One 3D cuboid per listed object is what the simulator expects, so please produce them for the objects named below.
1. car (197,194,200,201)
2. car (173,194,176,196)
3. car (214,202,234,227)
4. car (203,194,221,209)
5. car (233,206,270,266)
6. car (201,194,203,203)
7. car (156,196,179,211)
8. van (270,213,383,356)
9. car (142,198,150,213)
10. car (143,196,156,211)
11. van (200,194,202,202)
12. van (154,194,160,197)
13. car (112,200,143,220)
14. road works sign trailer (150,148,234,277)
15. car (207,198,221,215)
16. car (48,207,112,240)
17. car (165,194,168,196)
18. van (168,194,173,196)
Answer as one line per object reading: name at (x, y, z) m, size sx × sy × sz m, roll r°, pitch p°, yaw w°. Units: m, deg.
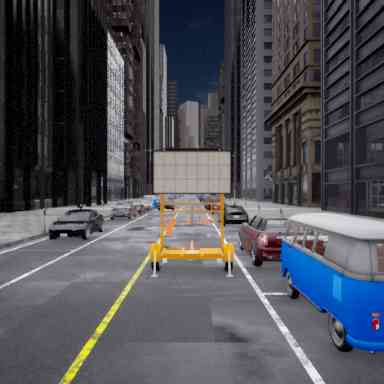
car at (2.791, 1.357, 73.197) m, size 2.192 × 1.841 × 5.009 m, roll 0°, pitch 0°, yaw 0°
car at (-5.732, 1.362, 78.799) m, size 2.192 × 1.841 × 5.009 m, roll 0°, pitch 0°, yaw 0°
car at (2.772, 1.570, 22.714) m, size 1.947 × 1.339 × 4.313 m, roll 0°, pitch 0°, yaw 0°
car at (2.778, 1.329, 39.542) m, size 2.192 × 1.841 × 5.009 m, roll 0°, pitch 0°, yaw 0°
car at (2.768, 1.441, 11.496) m, size 1.967 × 1.590 × 4.097 m, roll 0°, pitch 0°, yaw 0°
car at (2.780, 1.333, 45.151) m, size 2.192 × 1.841 × 5.009 m, roll 0°, pitch 0°, yaw 0°
car at (-3.085, 1.563, 40.470) m, size 2.033 × 1.411 × 5.357 m, roll 0°, pitch 0°, yaw 0°
van at (2.766, 1.341, 5.887) m, size 1.690 × 1.788 × 3.998 m, roll 0°, pitch 0°, yaw 0°
car at (-5.749, 1.592, 33.923) m, size 1.802 × 1.307 × 4.206 m, roll 0°, pitch 0°, yaw 0°
car at (-5.747, 1.539, 39.362) m, size 1.752 × 1.417 × 4.829 m, roll 0°, pitch 0°, yaw 0°
van at (2.786, 1.373, 61.978) m, size 1.690 × 1.788 × 3.998 m, roll 0°, pitch 0°, yaw 0°
van at (-5.745, 1.359, 45.142) m, size 1.690 × 1.788 × 3.998 m, roll 0°, pitch 0°, yaw 0°
car at (-5.751, 1.558, 28.314) m, size 2.008 × 1.369 × 4.403 m, roll 0°, pitch 0°, yaw 0°
road works sign trailer at (0.004, 0.465, 10.222) m, size 2.380 × 3.560 × 2.880 m, roll 0°, pitch 0°, yaw 0°
car at (2.776, 1.592, 33.933) m, size 1.802 × 1.307 × 4.206 m, roll 0°, pitch 0°, yaw 0°
car at (-5.755, 1.568, 17.095) m, size 1.947 × 1.339 × 4.313 m, roll 0°, pitch 0°, yaw 0°
car at (-5.741, 1.342, 56.361) m, size 2.192 × 1.841 × 5.009 m, roll 0°, pitch 0°, yaw 0°
van at (-5.734, 1.382, 73.190) m, size 1.690 × 1.788 × 3.998 m, roll 0°, pitch 0°, yaw 0°
